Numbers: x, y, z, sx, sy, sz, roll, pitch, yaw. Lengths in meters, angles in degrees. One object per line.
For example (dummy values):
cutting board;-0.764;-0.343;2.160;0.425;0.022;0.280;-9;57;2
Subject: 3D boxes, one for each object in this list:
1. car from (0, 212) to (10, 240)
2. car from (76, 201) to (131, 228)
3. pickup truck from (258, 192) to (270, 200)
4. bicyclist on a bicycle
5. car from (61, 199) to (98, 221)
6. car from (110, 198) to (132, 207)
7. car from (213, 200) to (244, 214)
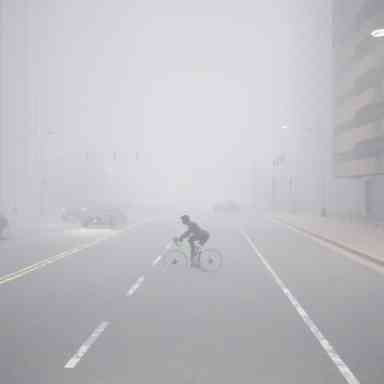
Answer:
car;-9.814;1.353;13.899;2.097;1.767;4.553;0;0;4
car;-5.736;1.564;22.106;1.994;1.385;4.181;0;0;4
pickup truck;18.811;1.059;89.148;2.390;2.098;6.274;0;0;34
bicyclist on a bicycle;-0.001;1.454;9.171;1.656;1.620;0.582;-2;0;4
car;-8.868;1.351;27.227;2.097;1.767;4.553;0;0;4
car;-10.308;1.564;45.951;4.181;1.385;1.994;0;0;28
car;3.847;1.526;35.396;1.812;1.442;4.674;0;-1;30
